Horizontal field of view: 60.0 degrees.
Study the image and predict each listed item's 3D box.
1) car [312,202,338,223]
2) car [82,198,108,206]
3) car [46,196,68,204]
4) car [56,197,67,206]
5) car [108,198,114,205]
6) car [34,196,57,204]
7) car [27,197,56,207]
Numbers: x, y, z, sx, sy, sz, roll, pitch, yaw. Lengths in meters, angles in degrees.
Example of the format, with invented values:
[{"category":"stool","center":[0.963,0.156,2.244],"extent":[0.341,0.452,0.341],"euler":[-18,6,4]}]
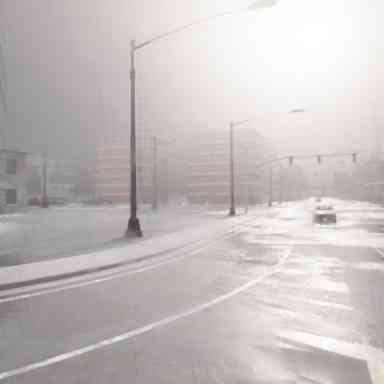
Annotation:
[{"category":"car","center":[11.448,1.824,28.746],"extent":[2.033,1.411,5.357],"euler":[-1,-1,21]},{"category":"car","center":[-20.987,2.071,70.237],"extent":[4.902,1.511,2.128],"euler":[0,0,22]},{"category":"car","center":[-31.693,1.851,78.246],"extent":[4.553,1.767,2.097],"euler":[0,-1,22]},{"category":"car","center":[-26.682,2.029,64.964],"extent":[4.902,1.511,2.128],"euler":[0,0,22]},{"category":"car","center":[-19.697,2.076,73.490],"extent":[4.892,1.490,1.837],"euler":[0,0,22]},{"category":"car","center":[-32.982,1.820,74.992],"extent":[4.553,1.767,2.097],"euler":[0,-1,22]},{"category":"car","center":[-28.348,1.843,61.851],"extent":[4.553,1.767,2.097],"euler":[0,0,22]}]
